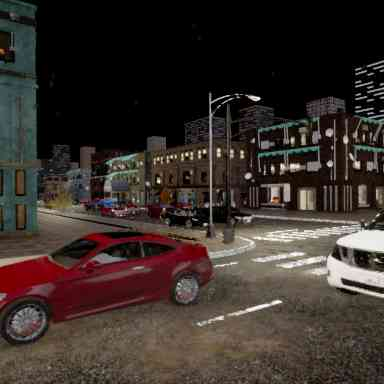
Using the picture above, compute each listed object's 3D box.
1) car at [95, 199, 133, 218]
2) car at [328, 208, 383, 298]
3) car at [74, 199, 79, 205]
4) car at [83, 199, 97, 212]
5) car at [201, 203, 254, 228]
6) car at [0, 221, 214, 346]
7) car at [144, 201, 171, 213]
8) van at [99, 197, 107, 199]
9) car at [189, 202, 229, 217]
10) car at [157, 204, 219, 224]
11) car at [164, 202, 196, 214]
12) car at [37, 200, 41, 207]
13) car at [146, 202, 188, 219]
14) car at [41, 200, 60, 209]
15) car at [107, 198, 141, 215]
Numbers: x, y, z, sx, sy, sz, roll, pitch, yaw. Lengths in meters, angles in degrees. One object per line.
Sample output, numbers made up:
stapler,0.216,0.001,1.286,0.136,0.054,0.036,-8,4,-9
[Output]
car,-8.303,1.847,35.169,1.967,1.590,4.097,-1,0,-35
car,5.435,1.220,7.540,5.566,2.045,2.150,0,0,-35
car,-27.049,2.365,76.154,1.947,1.339,4.313,-1,0,-35
car,-13.798,2.075,47.502,2.033,1.411,5.357,-1,0,-35
car,2.447,1.735,24.495,1.812,1.442,4.674,-1,0,-37
car,-1.670,1.525,6.481,4.674,1.442,1.812,0,0,-35
car,-4.659,1.967,44.531,1.802,1.307,4.206,-1,0,-35
van,-14.260,1.908,58.083,1.690,1.788,3.998,-1,0,-35
car,1.736,1.810,35.496,2.008,1.369,4.403,-2,0,-35
car,-0.381,1.815,23.774,1.947,1.339,4.313,-1,0,-35
car,-1.462,1.904,40.014,1.802,1.307,4.206,-2,0,-35
car,-30.690,2.377,66.793,2.008,1.369,4.403,-1,0,-35
car,-2.663,1.875,31.710,1.994,1.385,4.181,-1,0,-35
car,-24.195,2.234,57.618,1.752,1.417,4.829,-1,0,-35
car,-7.819,1.765,38.995,2.097,1.767,4.553,-1,0,-35
